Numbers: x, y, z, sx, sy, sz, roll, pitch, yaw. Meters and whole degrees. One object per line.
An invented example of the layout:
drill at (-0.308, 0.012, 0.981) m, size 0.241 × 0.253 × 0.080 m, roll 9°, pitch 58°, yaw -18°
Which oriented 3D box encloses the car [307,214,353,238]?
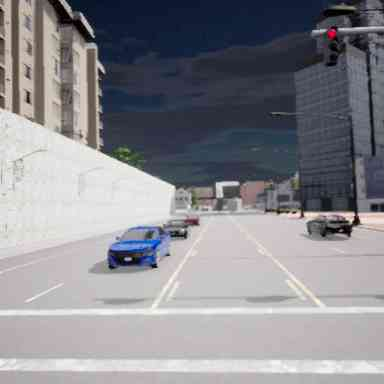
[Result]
car at (9.375, 2.298, 22.996) m, size 2.128 × 1.511 × 4.902 m, roll -2°, pitch -3°, yaw 4°

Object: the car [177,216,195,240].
car at (-1.173, 2.776, 24.814) m, size 1.994 × 1.385 × 4.181 m, roll -2°, pitch -3°, yaw 5°

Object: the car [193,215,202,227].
car at (0.098, 3.464, 39.657) m, size 1.895 × 1.301 × 4.718 m, roll -2°, pitch -3°, yaw 5°

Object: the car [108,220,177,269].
car at (-2.064, 2.230, 14.342) m, size 1.882 × 1.535 × 5.008 m, roll -2°, pitch -3°, yaw 5°
